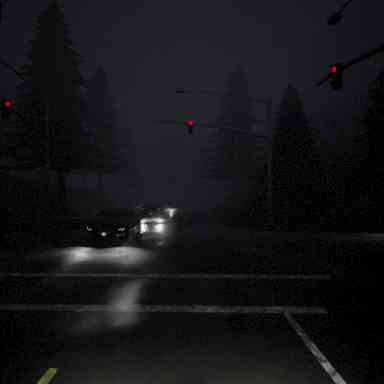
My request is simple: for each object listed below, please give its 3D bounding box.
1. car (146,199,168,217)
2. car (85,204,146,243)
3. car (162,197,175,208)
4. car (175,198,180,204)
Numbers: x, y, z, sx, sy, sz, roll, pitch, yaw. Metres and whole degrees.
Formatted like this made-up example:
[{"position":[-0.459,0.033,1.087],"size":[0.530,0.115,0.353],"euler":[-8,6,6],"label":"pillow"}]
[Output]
[{"position":[-3.634,1.597,31.413],"size":[1.895,1.301,4.718],"euler":[0,0,0],"label":"car"},{"position":[-3.620,1.496,16.023],"size":[1.837,1.490,4.892],"euler":[0,0,0],"label":"car"},{"position":[-3.751,1.595,48.053],"size":[1.895,1.301,4.718],"euler":[0,0,-3],"label":"car"},{"position":[-4.071,1.556,61.705],"size":[1.994,1.385,4.181],"euler":[0,0,-39],"label":"car"}]
